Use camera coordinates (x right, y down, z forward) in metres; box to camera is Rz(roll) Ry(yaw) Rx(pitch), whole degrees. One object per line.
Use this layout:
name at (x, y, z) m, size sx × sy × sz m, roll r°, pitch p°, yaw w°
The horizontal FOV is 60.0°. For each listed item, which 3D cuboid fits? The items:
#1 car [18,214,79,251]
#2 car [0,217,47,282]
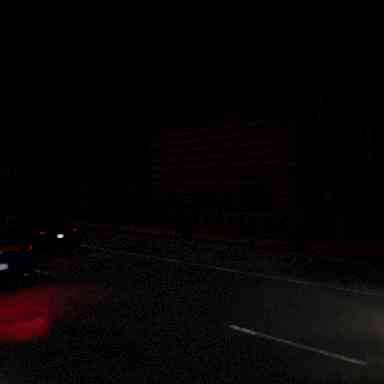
car at (-6.440, 1.598, 13.486) m, size 4.181 × 1.385 × 1.994 m, roll 0°, pitch 0°, yaw 38°
car at (-6.131, 1.498, 8.820) m, size 5.008 × 1.535 × 1.882 m, roll 0°, pitch 0°, yaw 38°
